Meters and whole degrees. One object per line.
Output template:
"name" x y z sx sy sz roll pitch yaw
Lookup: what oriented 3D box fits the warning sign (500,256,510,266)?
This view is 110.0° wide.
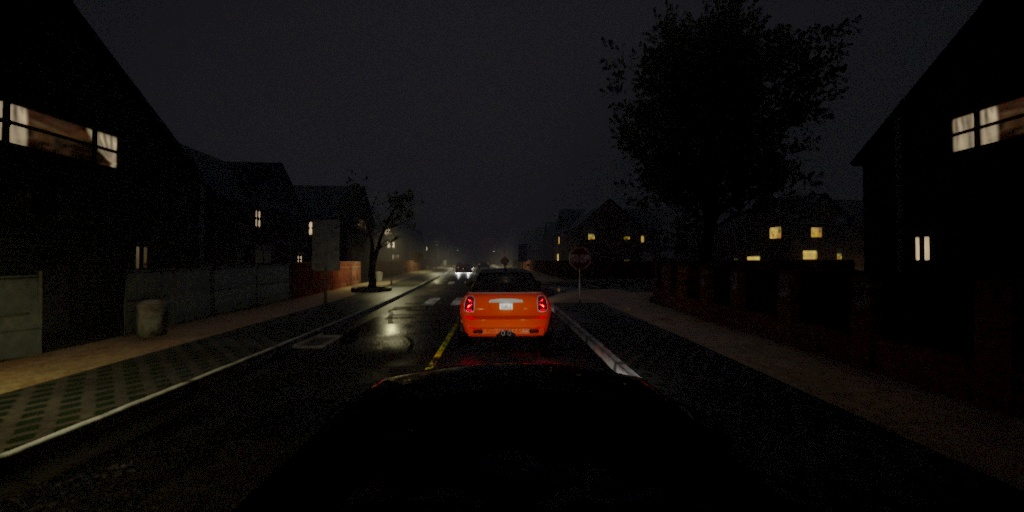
"warning sign" -0.938 0.975 47.051 1.300 1.860 1.060 0 0 -5

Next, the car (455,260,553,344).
"car" -0.217 1.103 9.804 2.097 1.767 4.553 0 0 -2
